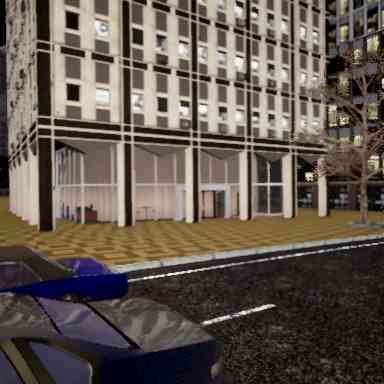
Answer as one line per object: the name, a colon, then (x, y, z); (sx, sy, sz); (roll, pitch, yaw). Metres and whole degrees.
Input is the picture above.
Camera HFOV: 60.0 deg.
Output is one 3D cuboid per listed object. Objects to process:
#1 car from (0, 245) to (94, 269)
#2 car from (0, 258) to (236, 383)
car: (-3.514, 1.586, 5.120); (4.718, 1.301, 1.895); (0, 0, -35)
car: (-2.176, 1.537, 2.096); (5.357, 1.411, 2.033); (0, 0, -36)
